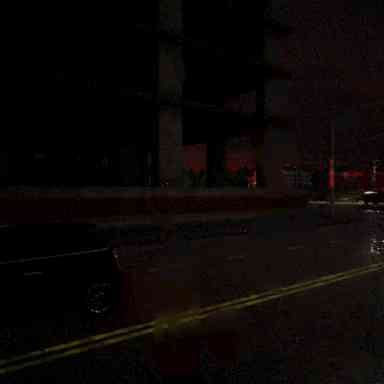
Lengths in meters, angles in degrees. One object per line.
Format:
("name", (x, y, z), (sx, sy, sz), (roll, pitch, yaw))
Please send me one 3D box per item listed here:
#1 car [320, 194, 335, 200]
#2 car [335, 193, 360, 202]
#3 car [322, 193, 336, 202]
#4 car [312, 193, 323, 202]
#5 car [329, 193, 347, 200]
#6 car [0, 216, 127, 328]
("car", (35.020, 1.291, 85.941), (3.905, 1.438, 1.784), (0, 0, -35))
("car", (30.814, 1.337, 65.784), (3.806, 1.475, 1.970), (0, 0, -35))
("car", (29.143, 1.305, 68.148), (3.905, 1.438, 1.784), (0, 0, -35))
("car", (27.551, 1.095, 70.309), (4.605, 1.855, 1.932), (0, 0, -35))
("car", (36.641, 1.081, 83.539), (4.605, 1.855, 1.932), (0, 0, -35))
("car", (-3.533, 1.351, 5.753), (4.553, 1.767, 2.097), (0, 0, -36))
